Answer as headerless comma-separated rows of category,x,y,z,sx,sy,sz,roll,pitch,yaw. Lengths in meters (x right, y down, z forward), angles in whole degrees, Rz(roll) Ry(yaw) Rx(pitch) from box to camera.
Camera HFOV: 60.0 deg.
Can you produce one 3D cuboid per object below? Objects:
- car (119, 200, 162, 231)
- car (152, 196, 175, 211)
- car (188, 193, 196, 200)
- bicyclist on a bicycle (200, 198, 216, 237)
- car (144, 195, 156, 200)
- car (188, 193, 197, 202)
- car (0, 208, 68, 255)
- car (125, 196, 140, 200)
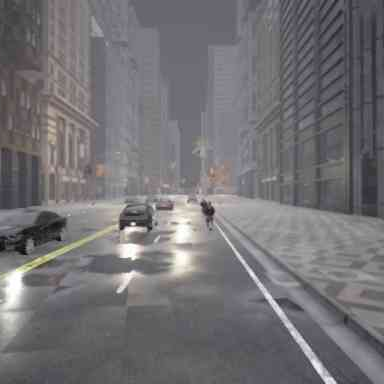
car,-3.150,1.445,20.219,1.837,1.490,4.892,0,0,0
car,-3.149,1.434,39.291,1.994,1.385,4.181,0,0,0
car,0.000,1.071,83.602,1.837,1.490,4.892,0,0,0
bicyclist on a bicycle,0.895,1.321,16.832,0.659,1.776,1.843,0,0,0
car,-6.551,1.292,54.158,1.837,1.490,4.892,0,0,1
car,0.057,1.259,65.203,2.033,1.411,5.357,0,0,1
car,-6.596,1.438,13.248,1.882,1.535,5.008,0,0,0
car,-9.779,1.333,54.557,2.033,1.411,5.357,0,0,1
